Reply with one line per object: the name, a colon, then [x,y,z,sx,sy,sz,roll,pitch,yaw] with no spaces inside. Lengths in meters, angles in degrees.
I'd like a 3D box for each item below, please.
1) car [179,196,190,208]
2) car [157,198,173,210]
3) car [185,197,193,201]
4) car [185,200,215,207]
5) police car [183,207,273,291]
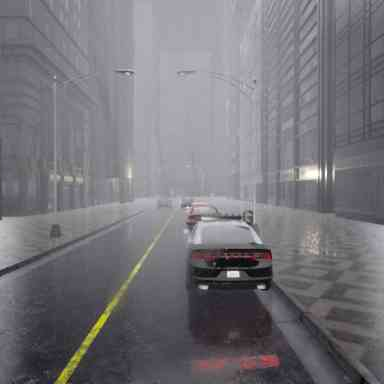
car: [-0.551,1.598,46.662,1.895,1.301,4.718,0,0,0]
car: [-3.533,1.545,44.060,2.033,1.411,5.357,0,0,-1]
car: [0.594,1.453,25.253,1.801,1.575,5.366,0,0,-1]
car: [0.669,1.476,19.063,1.882,1.535,5.008,0,0,-1]
police car: [0.788,1.424,9.174,1.930,1.638,5.238,0,0,-1]
